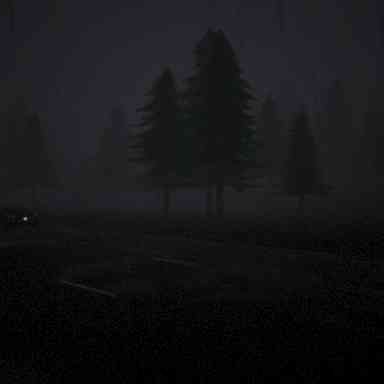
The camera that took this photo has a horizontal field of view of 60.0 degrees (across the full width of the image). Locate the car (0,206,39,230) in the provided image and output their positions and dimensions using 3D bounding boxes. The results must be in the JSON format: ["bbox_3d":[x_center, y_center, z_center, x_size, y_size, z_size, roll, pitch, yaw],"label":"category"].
[{"bbox_3d":[-11.432,1.539,20.746,4.181,1.385,1.994,0,0,36],"label":"car"}]
